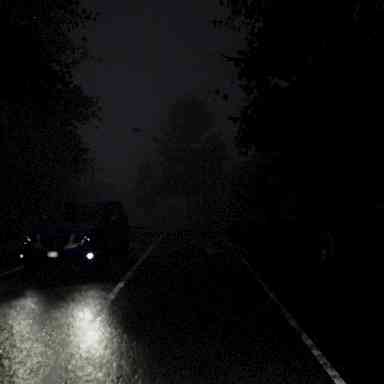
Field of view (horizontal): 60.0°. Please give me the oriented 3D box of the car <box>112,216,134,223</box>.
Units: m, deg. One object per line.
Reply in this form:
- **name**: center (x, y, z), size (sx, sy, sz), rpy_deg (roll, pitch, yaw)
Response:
- **car**: center (-14.637, 5.735, 70.483), size (1.994, 1.385, 4.181), rpy_deg (-5, -5, 44)

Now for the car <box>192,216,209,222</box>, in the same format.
- **car**: center (1.618, 6.136, 74.511), size (4.181, 1.385, 1.994), rpy_deg (-1, -5, 16)

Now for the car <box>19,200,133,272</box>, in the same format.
- **car**: center (-3.584, 1.299, 11.354), size (2.150, 2.045, 5.566), rpy_deg (0, -1, 0)
